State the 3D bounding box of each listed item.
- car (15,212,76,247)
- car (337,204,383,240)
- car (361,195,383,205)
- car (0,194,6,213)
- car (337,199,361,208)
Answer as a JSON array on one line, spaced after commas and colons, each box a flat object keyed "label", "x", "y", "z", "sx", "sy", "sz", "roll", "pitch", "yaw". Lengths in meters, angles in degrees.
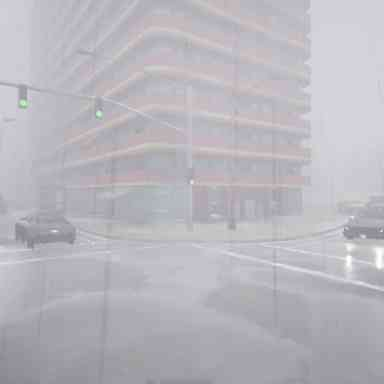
[{"label": "car", "x": -6.826, "y": 1.590, "z": 15.315, "sx": 1.994, "sy": 1.385, "sz": 4.181, "roll": 0, "pitch": 0, "yaw": -35}, {"label": "car", "x": 9.119, "y": 1.541, "z": 16.441, "sx": 2.033, "sy": 1.411, "sz": 5.357, "roll": 0, "pitch": 0, "yaw": 40}, {"label": "car", "x": 14.426, "y": 1.235, "z": 25.141, "sx": 2.150, "sy": 2.045, "sz": 5.566, "roll": 0, "pitch": 0, "yaw": 23}, {"label": "car", "x": -21.887, "y": 1.257, "z": 36.566, "sx": 2.150, "sy": 2.045, "sz": 5.566, "roll": 0, "pitch": 0, "yaw": -35}, {"label": "car", "x": 16.969, "y": 1.509, "z": 35.107, "sx": 1.882, "sy": 1.535, "sz": 5.008, "roll": 0, "pitch": 0, "yaw": 5}]
